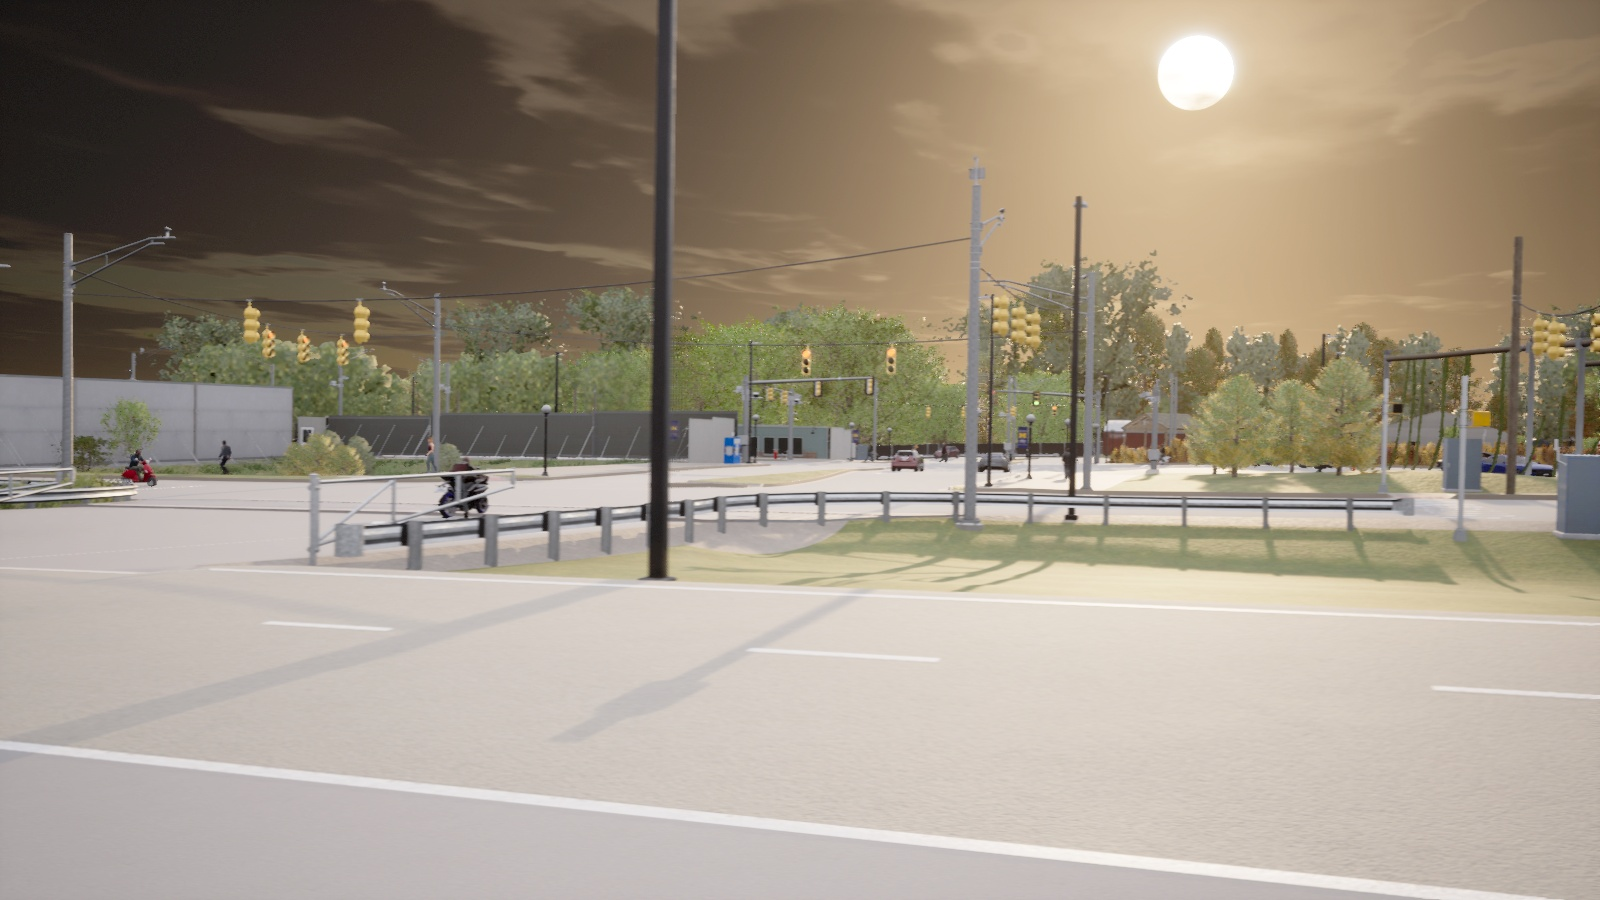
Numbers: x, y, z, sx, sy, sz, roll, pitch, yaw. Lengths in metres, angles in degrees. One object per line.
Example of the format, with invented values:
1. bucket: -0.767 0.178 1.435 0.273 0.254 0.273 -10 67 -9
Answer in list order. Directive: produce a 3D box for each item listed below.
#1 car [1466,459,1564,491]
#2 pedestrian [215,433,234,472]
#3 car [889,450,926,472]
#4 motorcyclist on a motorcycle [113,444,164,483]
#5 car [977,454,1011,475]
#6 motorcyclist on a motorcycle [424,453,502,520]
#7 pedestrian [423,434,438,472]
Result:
1. car: 37.907 1.287 66.761 1.882 1.535 5.008 1 0 -7
2. pedestrian: -29.002 0.120 63.279 0.788 1.949 0.423 2 1 19
3. car: 7.452 0.773 86.868 1.970 1.475 3.806 1 0 14
4. motorcyclist on a motorcycle: -27.815 0.556 52.822 1.817 1.590 0.866 1 1 17
5. car: 13.431 0.965 86.745 1.994 1.385 4.181 1 0 12
6. motorcyclist on a motorcycle: -8.452 0.877 31.588 0.866 1.530 2.191 1 2 16
7. pedestrian: -18.115 0.145 61.501 0.594 1.836 0.345 1 2 -34
